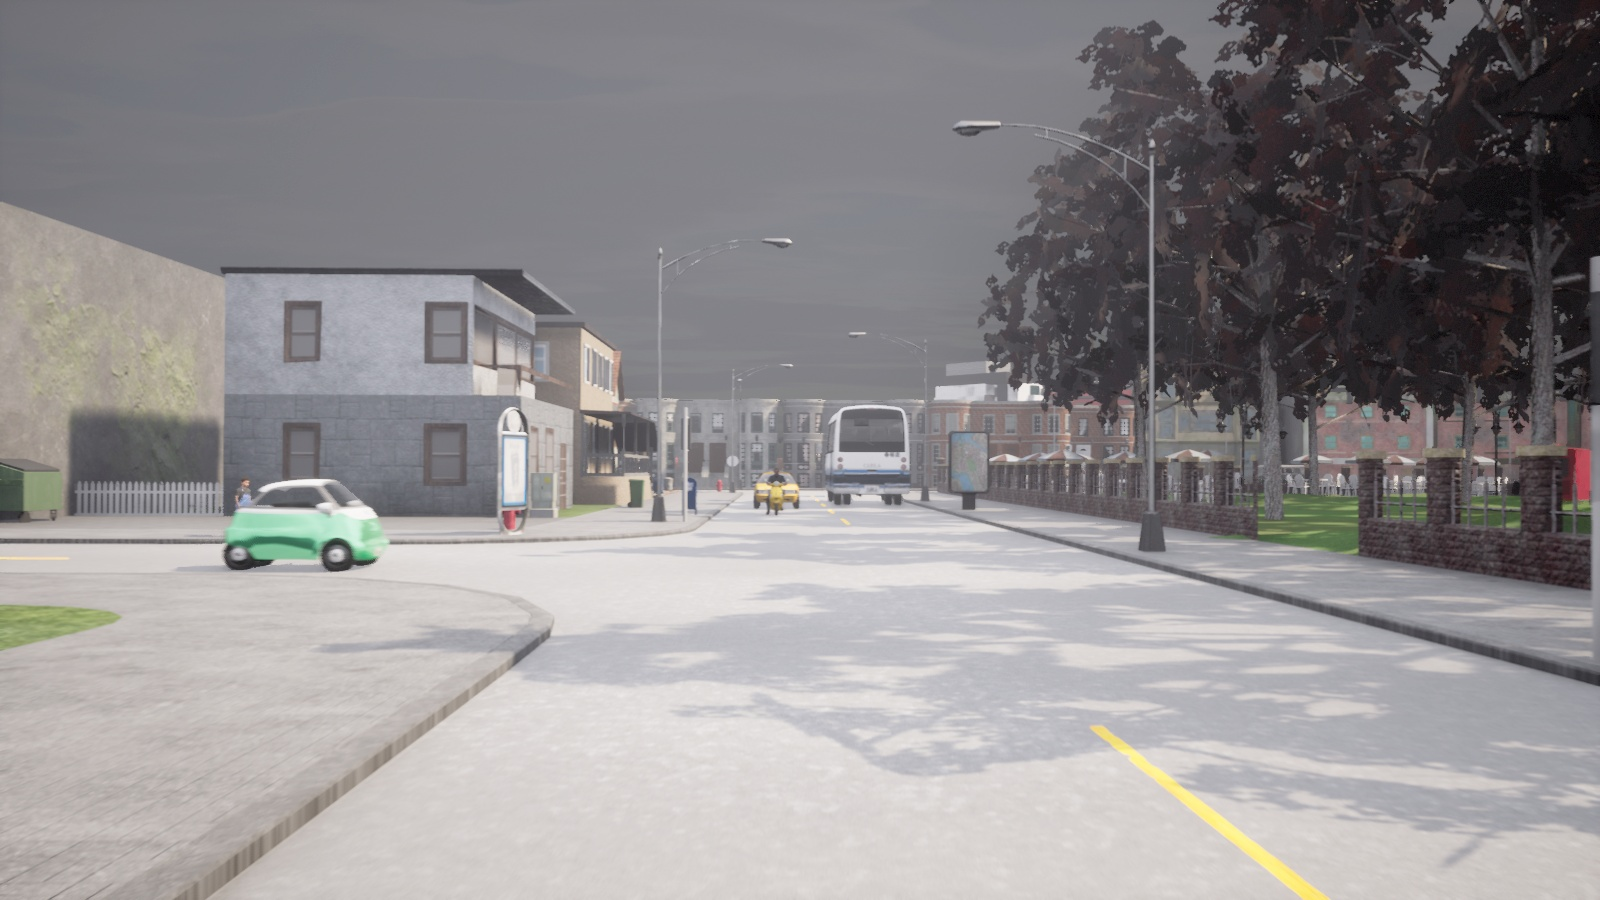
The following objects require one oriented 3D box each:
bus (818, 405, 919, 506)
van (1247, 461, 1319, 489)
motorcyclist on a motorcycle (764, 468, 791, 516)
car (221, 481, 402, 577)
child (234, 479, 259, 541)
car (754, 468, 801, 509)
[{"bbox_3d":[2.958,0.298,58.182,3.944,4.253,10.273,0,-1,-1],"label":"bus"},{"bbox_3d":[34.443,1.777,89.651,4.442,1.987,1.775,0,-1,-1],"label":"van"},{"bbox_3d":[-0.759,1.406,42.444,0.866,1.590,1.817,0,-1,-1],"label":"motorcyclist on a motorcycle"},{"bbox_3d":[-7.442,1.185,19.270,2.207,1.376,1.481,-1,-1,-1],"label":"car"},{"bbox_3d":[-11.520,1.239,26.126,0.437,1.263,0.270,-1,-1,32],"label":"child"},{"bbox_3d":[-0.907,1.518,50.820,1.801,1.575,5.366,0,-1,-1],"label":"car"}]
